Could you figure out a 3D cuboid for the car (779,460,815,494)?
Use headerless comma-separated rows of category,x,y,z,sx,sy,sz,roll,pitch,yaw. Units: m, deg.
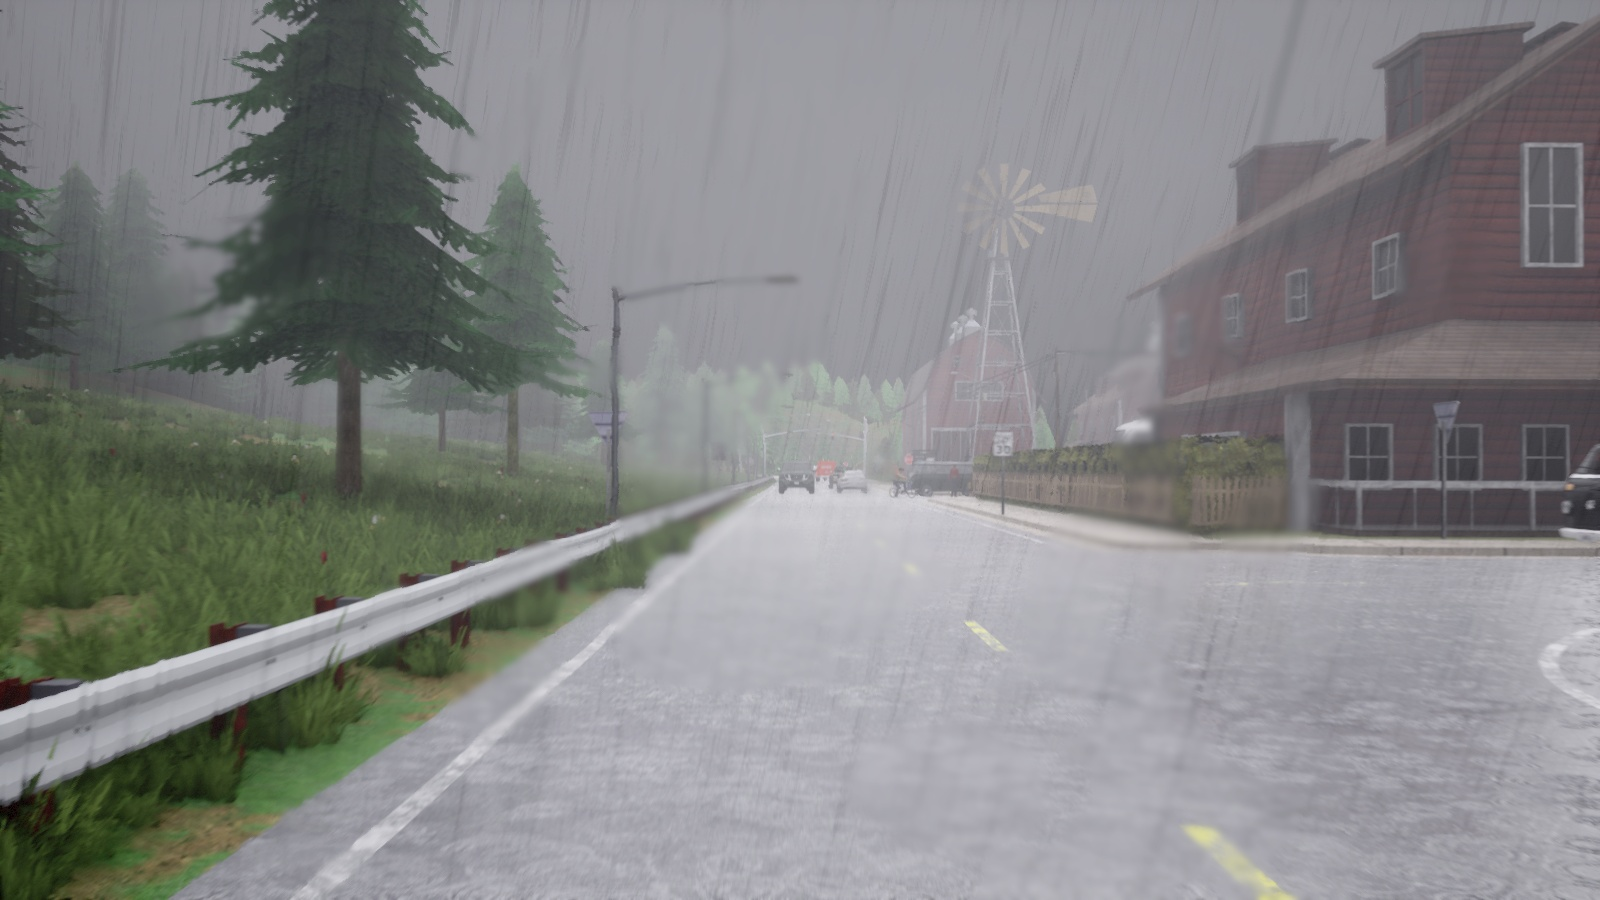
car,-0.187,1.656,78.215,2.150,2.045,5.566,0,-1,0

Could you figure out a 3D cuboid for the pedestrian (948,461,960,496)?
pedestrian,8.177,1.522,66.602,0.331,1.846,0.636,-1,-1,36

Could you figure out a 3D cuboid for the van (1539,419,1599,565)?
van,13.426,0.602,17.960,4.480,2.038,2.069,0,-1,0

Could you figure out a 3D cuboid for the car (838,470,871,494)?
car,3.316,1.935,77.221,1.812,1.442,4.674,0,-1,0

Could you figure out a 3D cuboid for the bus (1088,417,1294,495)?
bus,21.756,0.360,70.360,10.273,4.253,3.944,0,-1,0

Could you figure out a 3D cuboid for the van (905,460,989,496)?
van,8.172,1.542,70.111,4.442,1.987,1.775,0,-1,-4

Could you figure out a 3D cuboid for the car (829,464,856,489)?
car,3.268,2.007,96.755,1.932,1.855,4.605,0,-1,0
